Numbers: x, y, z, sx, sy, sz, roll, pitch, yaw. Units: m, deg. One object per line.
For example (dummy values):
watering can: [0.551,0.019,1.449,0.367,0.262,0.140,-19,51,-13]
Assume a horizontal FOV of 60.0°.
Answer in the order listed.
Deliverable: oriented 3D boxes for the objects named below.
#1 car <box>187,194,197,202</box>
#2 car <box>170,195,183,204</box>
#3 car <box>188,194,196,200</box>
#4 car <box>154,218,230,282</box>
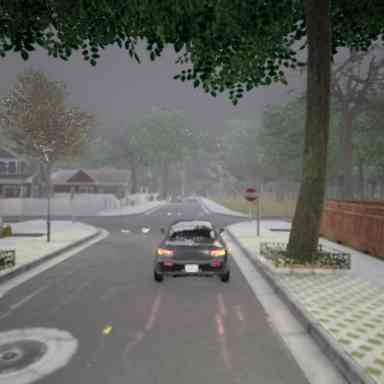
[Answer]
car: [0.025,1.338,67.699,1.895,1.301,4.718,0,0,1]
car: [-2.806,1.274,59.255,1.812,1.442,4.674,0,0,1]
car: [-0.009,1.107,79.725,1.994,1.385,4.181,0,0,0]
car: [0.000,1.470,9.470,1.812,1.442,4.674,0,0,0]
